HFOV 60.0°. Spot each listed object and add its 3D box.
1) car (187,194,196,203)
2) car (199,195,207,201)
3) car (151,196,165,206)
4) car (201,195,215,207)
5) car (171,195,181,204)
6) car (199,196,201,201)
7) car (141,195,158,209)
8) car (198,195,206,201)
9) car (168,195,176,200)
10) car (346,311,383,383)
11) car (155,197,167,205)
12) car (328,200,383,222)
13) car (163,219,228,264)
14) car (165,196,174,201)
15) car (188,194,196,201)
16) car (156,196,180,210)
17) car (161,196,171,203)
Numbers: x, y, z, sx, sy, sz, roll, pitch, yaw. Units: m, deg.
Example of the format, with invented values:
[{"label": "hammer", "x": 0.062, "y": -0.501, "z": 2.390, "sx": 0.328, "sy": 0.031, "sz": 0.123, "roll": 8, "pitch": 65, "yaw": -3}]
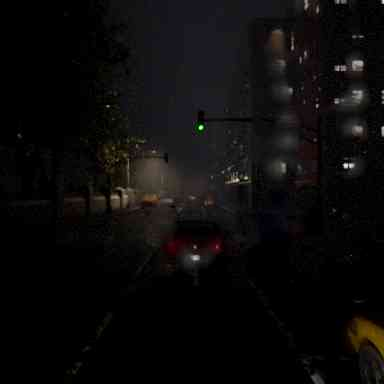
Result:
[{"label": "car", "x": -0.001, "y": 1.618, "z": 71.246, "sx": 1.895, "sy": 1.301, "sz": 4.718, "roll": 0, "pitch": 0, "yaw": 0}, {"label": "car", "x": 2.685, "y": 1.586, "z": 84.238, "sx": 1.887, "sy": 1.381, "sz": 4.507, "roll": 0, "pitch": 0, "yaw": 0}, {"label": "car", "x": -5.695, "y": 1.457, "z": 56.561, "sx": 1.967, "sy": 1.590, "sz": 4.097, "roll": 0, "pitch": 0, "yaw": 0}, {"label": "car", "x": 2.686, "y": 1.538, "z": 51.196, "sx": 1.752, "sy": 1.417, "sz": 4.829, "roll": 0, "pitch": 0, "yaw": 0}, {"label": "car", "x": -3.037, "y": 1.513, "z": 61.153, "sx": 2.128, "sy": 1.511, "sz": 4.902, "roll": 0, "pitch": 0, "yaw": 1}, {"label": "car", "x": 2.685, "y": 1.561, "z": 56.561, "sx": 1.887, "sy": 1.381, "sz": 4.507, "roll": 0, "pitch": 0, "yaw": 0}, {"label": "car", "x": -5.695, "y": 1.324, "z": 45.490, "sx": 2.192, "sy": 1.841, "sz": 5.009, "roll": 0, "pitch": 0, "yaw": 0}, {"label": "car", "x": 2.684, "y": 1.592, "z": 89.773, "sx": 1.887, "sy": 1.381, "sz": 4.507, "roll": 0, "pitch": 0, "yaw": 0}, {"label": "car", "x": -5.696, "y": 1.579, "z": 95.137, "sx": 1.752, "sy": 1.417, "sz": 4.829, "roll": 0, "pitch": 0, "yaw": 0}, {"label": "car", "x": 2.689, "y": 1.525, "z": 2.096, "sx": 1.752, "sy": 1.417, "sz": 4.829, "roll": 0, "pitch": 0, "yaw": 0}, {"label": "car", "x": -5.695, "y": 1.566, "z": 62.096, "sx": 1.887, "sy": 1.381, "sz": 4.507, "roll": 0, "pitch": 0, "yaw": 0}, {"label": "car", "x": 14.614, "y": 1.590, "z": 28.918, "sx": 5.009, "sy": 1.841, "sz": 2.192, "roll": 1, "pitch": -1, "yaw": 0}, {"label": "car", "x": 0.099, "y": 1.601, "z": 11.769, "sx": 1.895, "sy": 1.301, "sz": 4.718, "roll": 0, "pitch": 0, "yaw": 0}, {"label": "car", "x": -5.696, "y": 1.624, "z": 84.237, "sx": 1.802, "sy": 1.307, "sz": 4.206, "roll": 0, "pitch": 0, "yaw": 0}, {"label": "car", "x": -0.002, "y": 1.305, "z": 81.198, "sx": 2.097, "sy": 1.767, "sz": 4.553, "roll": 0, "pitch": 0, "yaw": 0}, {"label": "car", "x": -3.090, "y": 1.555, "z": 43.669, "sx": 2.033, "sy": 1.411, "sz": 5.357, "roll": 0, "pitch": 0, "yaw": 0}, {"label": "car", "x": -5.695, "y": 1.613, "z": 73.166, "sx": 1.802, "sy": 1.307, "sz": 4.206, "roll": 0, "pitch": 0, "yaw": 0}]
